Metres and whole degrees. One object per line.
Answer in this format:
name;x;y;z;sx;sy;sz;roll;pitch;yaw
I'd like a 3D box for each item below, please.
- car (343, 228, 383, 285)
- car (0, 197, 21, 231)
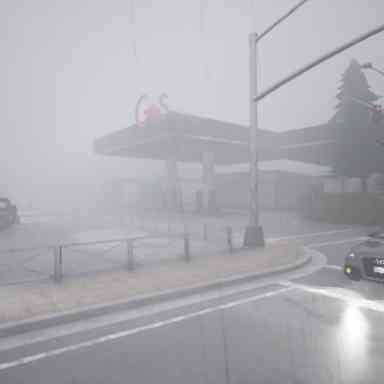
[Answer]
car;5.612;1.496;8.384;4.181;1.385;1.994;0;0;-39
car;-12.027;1.262;18.782;3.866;1.878;1.905;0;0;-36
